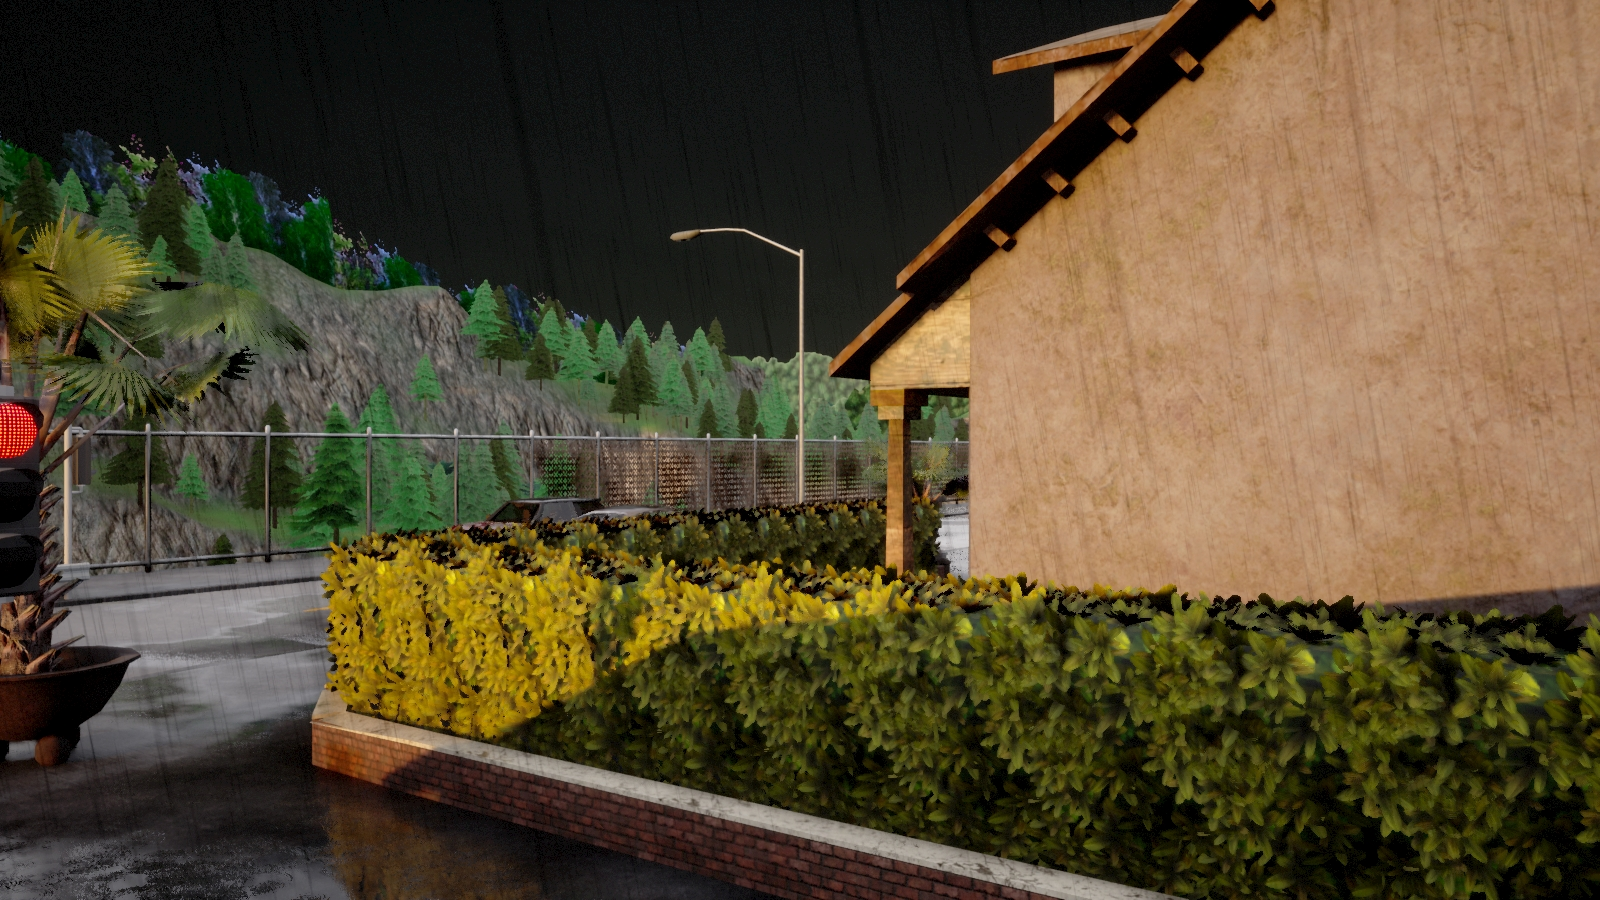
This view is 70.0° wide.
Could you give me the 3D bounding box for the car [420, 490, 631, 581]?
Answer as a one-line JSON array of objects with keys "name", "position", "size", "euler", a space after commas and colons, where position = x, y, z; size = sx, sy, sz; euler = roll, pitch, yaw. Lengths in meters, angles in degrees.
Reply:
[{"name": "car", "position": [-6.312, 1.906, 26.765], "size": [2.097, 1.767, 4.553], "euler": [0, 0, 35]}]
